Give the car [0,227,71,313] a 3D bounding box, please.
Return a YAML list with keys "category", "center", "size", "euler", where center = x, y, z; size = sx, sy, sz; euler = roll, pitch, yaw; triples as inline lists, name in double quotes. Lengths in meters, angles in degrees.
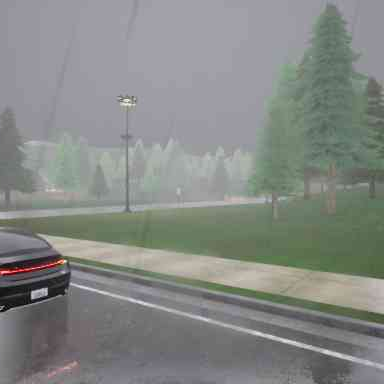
- category: "car"
  center: [-4.605, 1.505, 7.153]
  size: [4.892, 1.490, 1.837]
  euler: [0, 0, 35]
